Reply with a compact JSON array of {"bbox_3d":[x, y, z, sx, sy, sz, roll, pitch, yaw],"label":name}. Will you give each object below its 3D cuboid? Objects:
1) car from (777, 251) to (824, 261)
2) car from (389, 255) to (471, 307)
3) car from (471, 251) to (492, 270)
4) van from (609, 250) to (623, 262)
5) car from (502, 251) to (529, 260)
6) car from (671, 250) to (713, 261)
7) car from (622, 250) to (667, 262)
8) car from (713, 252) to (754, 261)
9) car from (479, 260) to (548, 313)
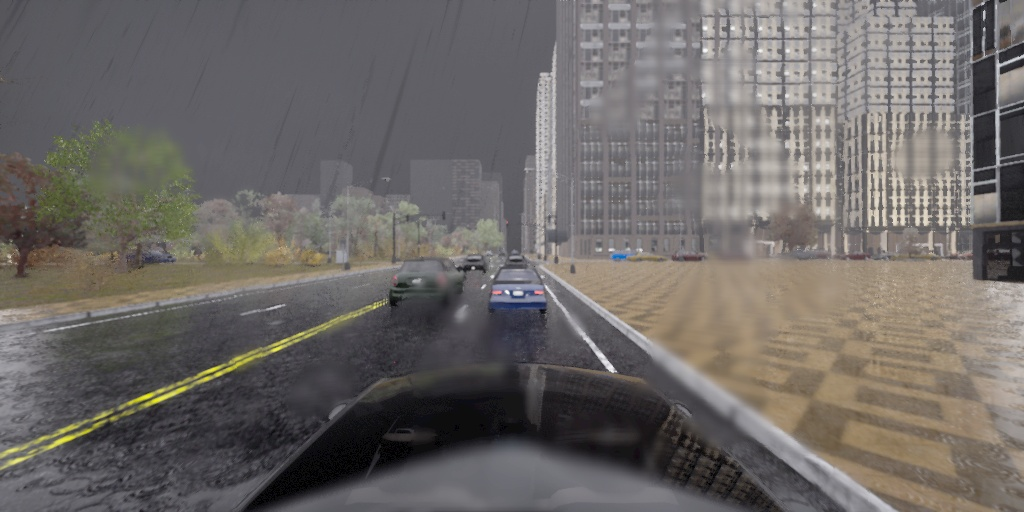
[{"bbox_3d":[39.800,0.001,50.002,4.902,1.511,2.128,0,0,0],"label":"car"},{"bbox_3d":[-3.046,0.812,13.831,2.097,1.767,4.553,0,1,1],"label":"car"},{"bbox_3d":[-2.908,0.604,29.503,1.837,1.490,4.892,0,1,1],"label":"car"},{"bbox_3d":[16.390,-0.029,52.583,3.998,1.789,1.690,0,0,0],"label":"van"},{"bbox_3d":[0.343,0.606,29.473,1.837,1.490,4.892,0,1,1],"label":"car"},{"bbox_3d":[22.114,-0.009,44.576,4.097,1.591,1.967,0,0,0],"label":"car"},{"bbox_3d":[16.700,0.102,44.559,4.829,1.417,1.751,0,0,0],"label":"car"},{"bbox_3d":[27.699,0.108,44.595,4.207,1.307,1.802,0,0,0],"label":"car"},{"bbox_3d":[0.195,1.038,12.607,2.033,1.411,5.357,0,1,1],"label":"car"}]
